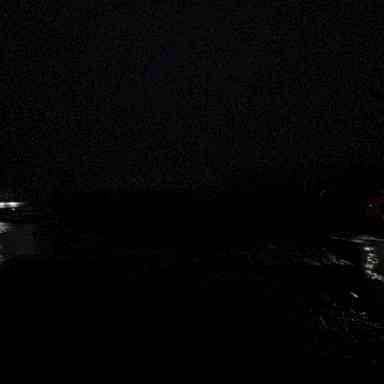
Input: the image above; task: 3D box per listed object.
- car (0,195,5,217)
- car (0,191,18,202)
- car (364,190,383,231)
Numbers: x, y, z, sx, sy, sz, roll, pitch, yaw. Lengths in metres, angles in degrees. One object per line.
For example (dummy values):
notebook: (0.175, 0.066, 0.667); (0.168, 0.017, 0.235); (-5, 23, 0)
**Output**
car: (-13.738, 1.157, 21.835); (1.994, 1.385, 4.181); (-3, 3, -27)
car: (-24.259, 0.590, 44.118); (1.994, 1.385, 4.181); (-3, 3, -23)
car: (9.467, 0.496, 13.792); (5.566, 2.045, 2.150); (-2, 3, -34)
